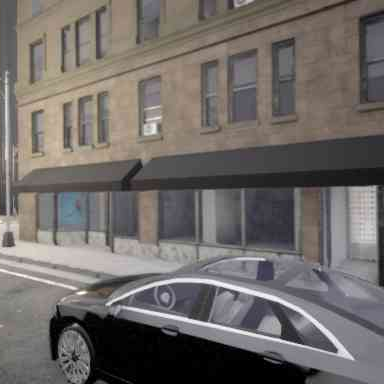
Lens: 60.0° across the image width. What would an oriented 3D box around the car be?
[{"bbox_3d":[0.345,1.510,3.748,4.902,1.511,2.128,-1,0,35],"label":"car"}]
